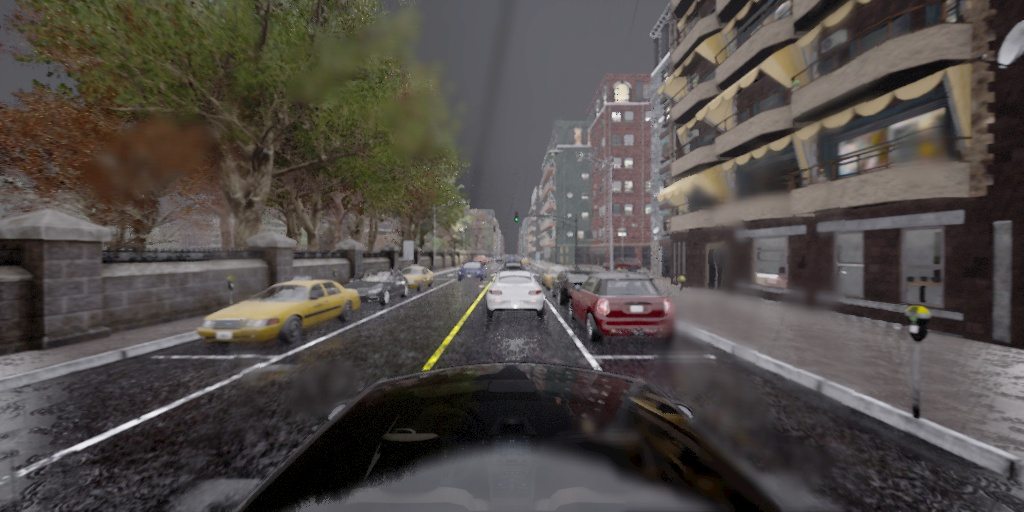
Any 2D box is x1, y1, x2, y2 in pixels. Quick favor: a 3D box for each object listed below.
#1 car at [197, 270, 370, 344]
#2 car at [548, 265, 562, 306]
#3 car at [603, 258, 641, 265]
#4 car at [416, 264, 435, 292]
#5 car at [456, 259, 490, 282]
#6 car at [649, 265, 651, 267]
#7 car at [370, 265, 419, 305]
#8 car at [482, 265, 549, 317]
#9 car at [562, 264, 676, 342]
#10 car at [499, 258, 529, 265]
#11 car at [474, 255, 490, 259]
[{"bbox_3d":[-5.686,1.238,9.510,1.751,1.417,4.829,0,0,0],"label":"car"},{"bbox_3d":[2.697,1.254,15.308,1.948,1.339,4.313,0,0,0],"label":"car"},{"bbox_3d":[14.615,1.144,47.916,5.009,1.841,2.192,0,0,0],"label":"car"},{"bbox_3d":[-5.683,1.189,20.771,1.751,1.417,4.829,0,0,0],"label":"car"},{"bbox_3d":[-3.030,1.161,27.917,1.812,1.442,4.674,0,0,1],"label":"car"},{"bbox_3d":[20.310,1.477,47.932,4.507,1.381,1.888,0,0,0],"label":"car"},{"bbox_3d":[-5.684,1.238,15.310,2.007,1.370,4.403,0,0,0],"label":"car"},{"bbox_3d":[0.102,1.225,12.833,1.812,1.442,4.674,0,0,0],"label":"car"},{"bbox_3d":[2.694,1.153,9.677,1.967,1.591,4.097,0,0,0],"label":"car"},{"bbox_3d":[0.109,1.140,27.730,1.837,1.490,4.892,0,0,0],"label":"car"},{"bbox_3d":[-5.668,0.807,64.506,2.192,1.841,5.009,0,0,0],"label":"car"}]
